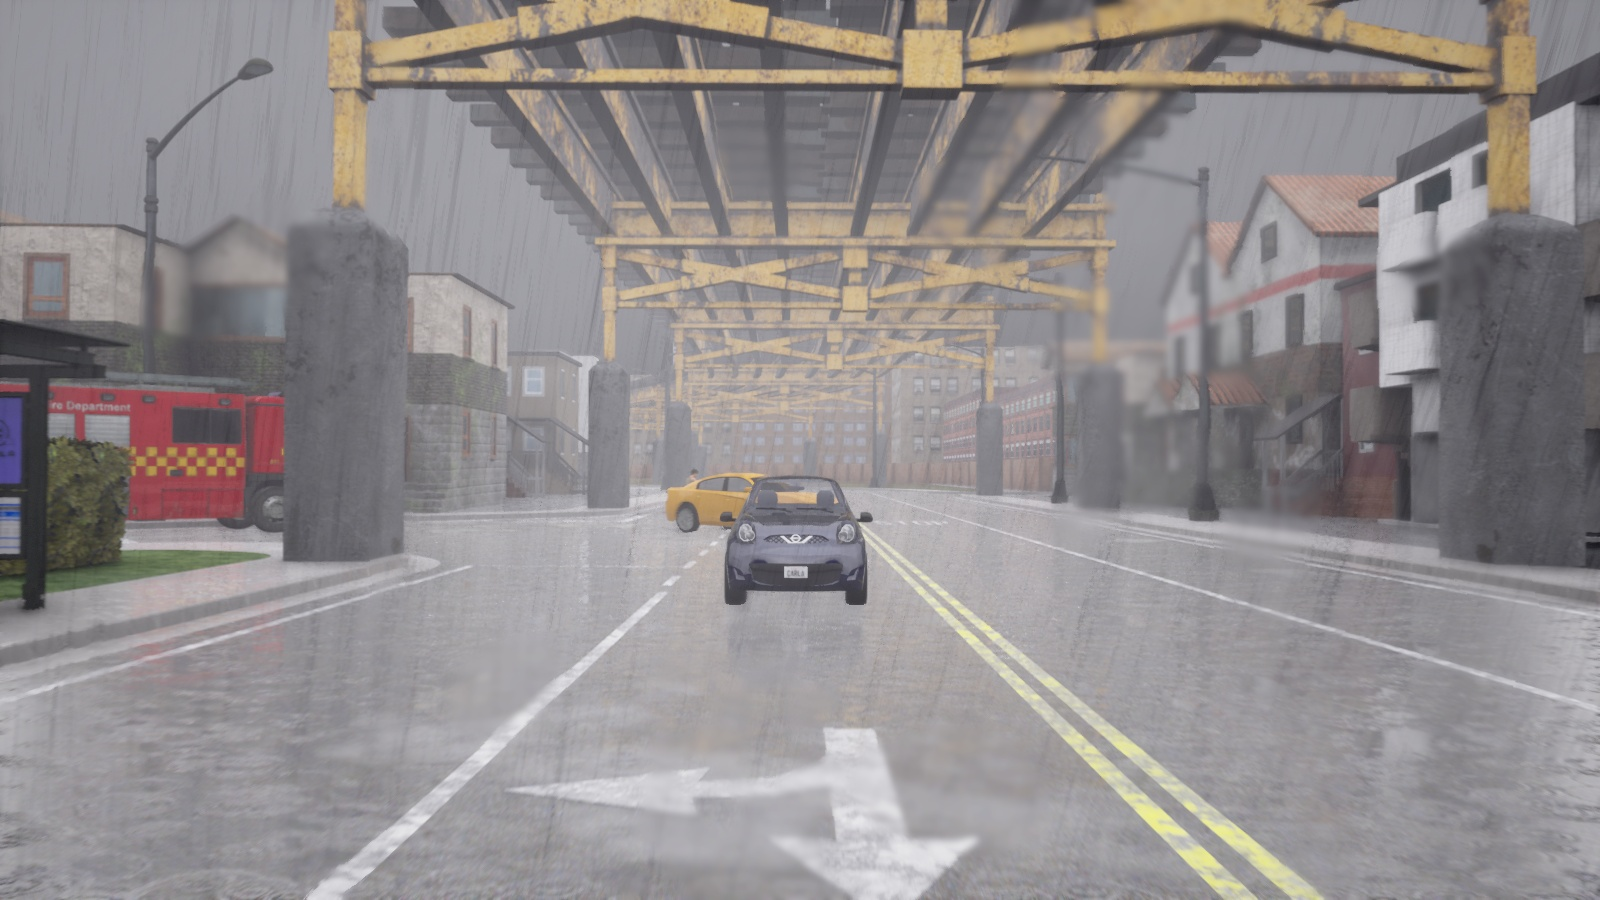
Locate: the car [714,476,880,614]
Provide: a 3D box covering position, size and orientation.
[{"bbox_3d":[-0.037,1.093,15.762,1.845,1.501,3.633,0,-1,0],"label":"car"}]

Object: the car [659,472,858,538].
[{"bbox_3d":[-1.109,1.323,31.412,5.008,1.535,1.882,-1,-2,40],"label":"car"}]

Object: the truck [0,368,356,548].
[{"bbox_3d":[-15.416,0.217,30.214,8.468,3.827,2.891,1,-1,-44],"label":"truck"}]
